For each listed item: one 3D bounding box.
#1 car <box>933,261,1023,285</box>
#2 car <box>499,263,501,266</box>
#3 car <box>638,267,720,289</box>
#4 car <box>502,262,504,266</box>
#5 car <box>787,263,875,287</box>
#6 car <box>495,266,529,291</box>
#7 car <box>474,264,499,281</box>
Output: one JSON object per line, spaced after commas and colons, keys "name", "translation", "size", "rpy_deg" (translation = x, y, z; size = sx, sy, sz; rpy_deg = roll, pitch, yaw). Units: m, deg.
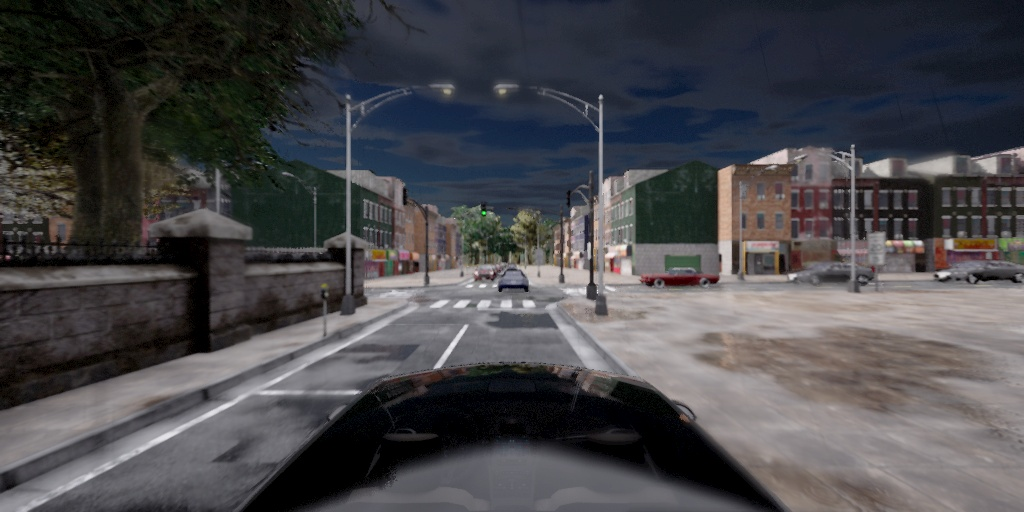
{"name": "car", "translation": [31.007, 1.068, 23.764], "size": [4.902, 1.511, 2.128], "rpy_deg": [-1, 0, 0]}
{"name": "car", "translation": [-2.647, 1.690, 40.918], "size": [1.967, 1.591, 4.097], "rpy_deg": [0, 0, 0]}
{"name": "car", "translation": [10.949, 1.434, 23.768], "size": [4.718, 1.301, 1.895], "rpy_deg": [-1, 0, 0]}
{"name": "car", "translation": [-2.650, 2.019, 57.220], "size": [1.888, 1.381, 4.507], "rpy_deg": [0, 0, 0]}
{"name": "car", "translation": [20.987, 1.192, 23.771], "size": [4.902, 1.511, 2.128], "rpy_deg": [-1, 0, 0]}
{"name": "car", "translation": [0.091, 1.592, 24.271], "size": [1.994, 1.385, 4.181], "rpy_deg": [0, -1, 0]}
{"name": "car", "translation": [-2.646, 1.617, 35.484], "size": [1.967, 1.591, 4.097], "rpy_deg": [0, 0, 0]}
